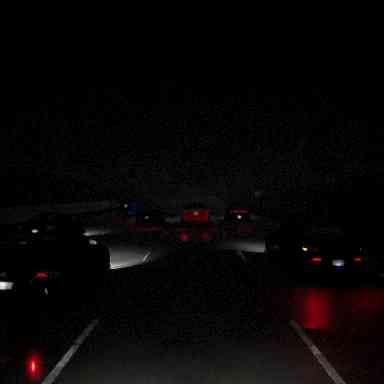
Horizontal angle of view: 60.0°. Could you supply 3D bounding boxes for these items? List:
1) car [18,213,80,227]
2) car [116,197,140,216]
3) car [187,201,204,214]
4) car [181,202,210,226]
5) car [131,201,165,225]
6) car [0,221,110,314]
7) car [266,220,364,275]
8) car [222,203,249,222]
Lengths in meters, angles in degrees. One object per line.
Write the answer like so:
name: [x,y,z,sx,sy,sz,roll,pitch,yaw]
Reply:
car: [-6.782,1.693,16.317,1.994,1.385,4.181,0,0,0]
car: [-6.635,1.515,36.018,2.150,2.045,5.566,0,0,0]
car: [0.417,1.914,41.739,1.994,1.385,4.181,0,0,0]
car: [0.288,1.567,25.689,2.097,1.767,4.553,0,-1,0]
car: [-3.209,1.694,26.311,1.882,1.535,5.008,0,0,0]
car: [-3.317,1.626,7.840,1.994,1.385,4.181,0,0,0]
car: [3.681,1.620,10.630,1.812,1.442,4.674,0,0,0]
car: [3.812,1.752,29.037,1.837,1.490,4.892,0,0,0]
